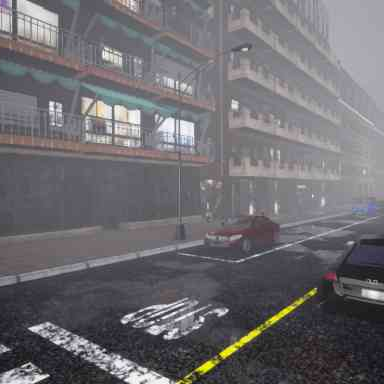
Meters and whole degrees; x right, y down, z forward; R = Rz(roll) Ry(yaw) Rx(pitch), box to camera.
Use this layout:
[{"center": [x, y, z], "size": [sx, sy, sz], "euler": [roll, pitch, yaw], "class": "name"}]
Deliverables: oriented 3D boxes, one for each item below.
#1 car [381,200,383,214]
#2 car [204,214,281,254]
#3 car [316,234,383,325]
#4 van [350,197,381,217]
[{"center": [19.598, 1.567, 35.428], "size": [1.802, 1.307, 4.206], "euler": [-1, -1, 38], "class": "car"}, {"center": [2.190, 1.573, 13.491], "size": [1.802, 1.307, 4.206], "euler": [-1, -1, 38], "class": "car"}, {"center": [4.065, 1.561, 6.738], "size": [1.994, 1.385, 4.181], "euler": [0, 0, 38], "class": "car"}, {"center": [16.075, 1.327, 30.993], "size": [1.690, 1.788, 3.998], "euler": [-1, -1, 38], "class": "van"}]
